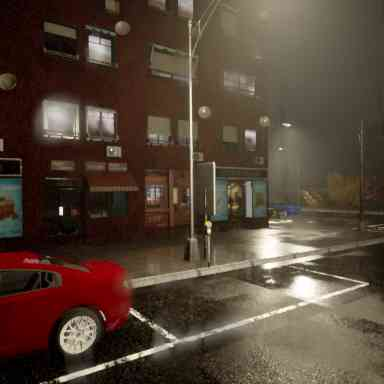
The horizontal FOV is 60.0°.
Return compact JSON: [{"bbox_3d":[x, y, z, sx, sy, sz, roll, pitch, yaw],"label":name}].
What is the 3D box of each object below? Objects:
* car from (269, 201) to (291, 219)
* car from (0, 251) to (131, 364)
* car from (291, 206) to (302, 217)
[{"bbox_3d":[6.149,1.691,30.033,1.837,1.490,4.892,-1,0,-35],"label":"car"},{"bbox_3d":[-3.055,1.545,4.395,4.507,1.381,1.887,0,-1,-35],"label":"car"},{"bbox_3d":[8.354,1.628,32.551,1.882,1.535,5.008,-1,0,-35],"label":"car"}]
